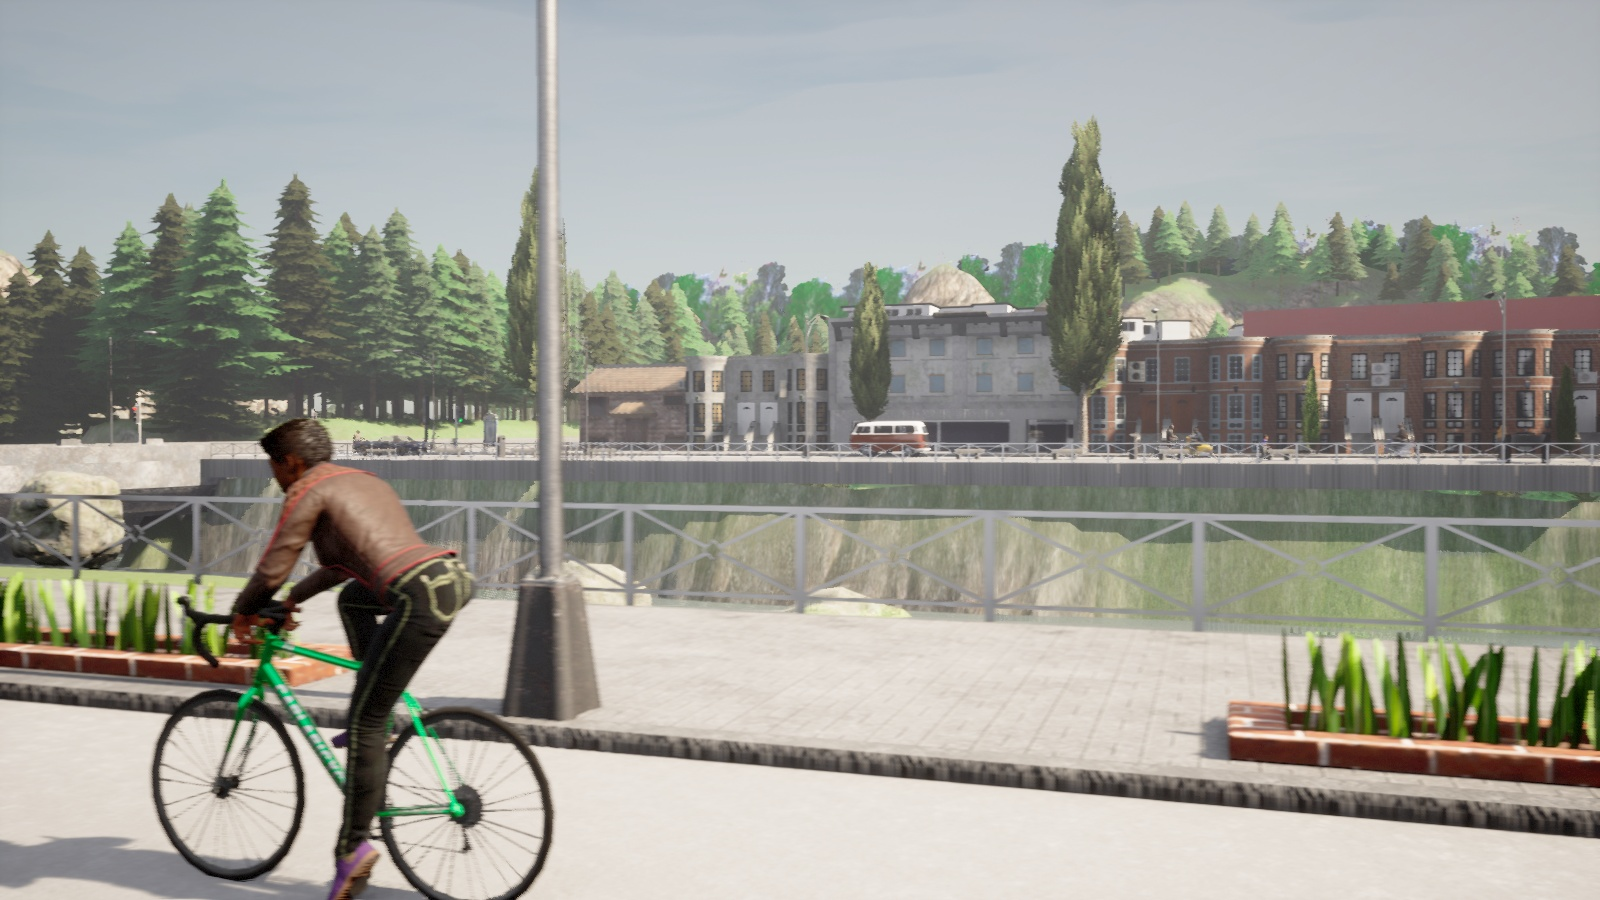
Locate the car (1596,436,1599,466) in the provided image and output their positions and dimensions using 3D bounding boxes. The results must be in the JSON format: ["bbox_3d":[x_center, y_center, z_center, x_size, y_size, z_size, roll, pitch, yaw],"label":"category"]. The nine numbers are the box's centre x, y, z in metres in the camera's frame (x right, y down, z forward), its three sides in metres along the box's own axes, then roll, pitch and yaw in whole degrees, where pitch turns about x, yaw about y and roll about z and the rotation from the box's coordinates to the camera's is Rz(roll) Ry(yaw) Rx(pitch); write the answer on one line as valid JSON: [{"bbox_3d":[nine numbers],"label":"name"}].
[{"bbox_3d":[40.584,0.055,59.345,4.674,1.442,1.812,1,1,19],"label":"car"}]

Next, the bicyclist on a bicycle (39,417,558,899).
[{"bbox_3d":[-1.711,0.704,4.296,1.656,1.620,0.582,0,1,19],"label":"bicyclist on a bicycle"}]

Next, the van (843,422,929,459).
[{"bbox_3d":[4.894,-0.574,71.336,4.480,2.038,2.069,1,1,19],"label":"van"}]

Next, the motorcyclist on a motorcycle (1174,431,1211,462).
[{"bbox_3d":[20.638,-0.200,66.048,1.817,1.590,0.866,1,1,19],"label":"motorcyclist on a motorcycle"}]

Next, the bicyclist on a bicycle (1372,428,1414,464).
[{"bbox_3d":[29.733,-0.200,62.990,1.843,1.776,0.659,1,1,19],"label":"bicyclist on a bicycle"}]

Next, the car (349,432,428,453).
[{"bbox_3d":[-26.875,-0.488,82.004,4.718,1.301,1.895,1,1,18],"label":"car"}]
